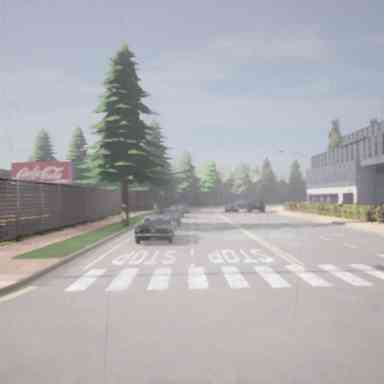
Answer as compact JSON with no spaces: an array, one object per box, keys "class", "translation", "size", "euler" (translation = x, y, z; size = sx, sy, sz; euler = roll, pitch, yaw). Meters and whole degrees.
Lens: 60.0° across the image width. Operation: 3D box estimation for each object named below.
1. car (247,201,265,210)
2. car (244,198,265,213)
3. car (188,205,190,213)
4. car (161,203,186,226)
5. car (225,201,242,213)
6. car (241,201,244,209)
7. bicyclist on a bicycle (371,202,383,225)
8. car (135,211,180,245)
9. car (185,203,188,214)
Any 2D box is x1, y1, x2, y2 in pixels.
[{"class":"car","translation":[11.289,2.296,58.128],"size":[2.128,1.511,4.902],"euler":[-1,-1,23]},{"class":"car","translation":[9.161,1.884,47.653],"size":[2.150,2.045,5.566],"euler":[-1,-1,5]},{"class":"car","translation":[-1.385,2.335,48.483],"size":[2.128,1.511,4.902],"euler":[-1,-1,4]},{"class":"car","translation":[-1.805,1.991,27.561],"size":[2.128,1.511,4.902],"euler":[-1,-1,0]},{"class":"car","translation":[5.812,2.332,48.614],"size":[1.895,1.301,4.718],"euler":[-1,-1,5]},{"class":"car","translation":[8.903,2.392,60.834],"size":[1.837,1.490,4.892],"euler":[-1,-1,22]},{"class":"bicyclist on a bicycle","translation":[13.160,1.486,22.932],"size":[1.656,1.620,0.582],"euler":[-1,-1,0]},{"class":"car","translation":[-1.818,1.938,17.814],"size":[1.895,1.301,4.718],"euler":[-1,-1,0]},{"class":"car","translation":[-1.742,2.196,37.807],"size":[1.812,1.442,4.674],"euler":[-1,-1,1]}]
